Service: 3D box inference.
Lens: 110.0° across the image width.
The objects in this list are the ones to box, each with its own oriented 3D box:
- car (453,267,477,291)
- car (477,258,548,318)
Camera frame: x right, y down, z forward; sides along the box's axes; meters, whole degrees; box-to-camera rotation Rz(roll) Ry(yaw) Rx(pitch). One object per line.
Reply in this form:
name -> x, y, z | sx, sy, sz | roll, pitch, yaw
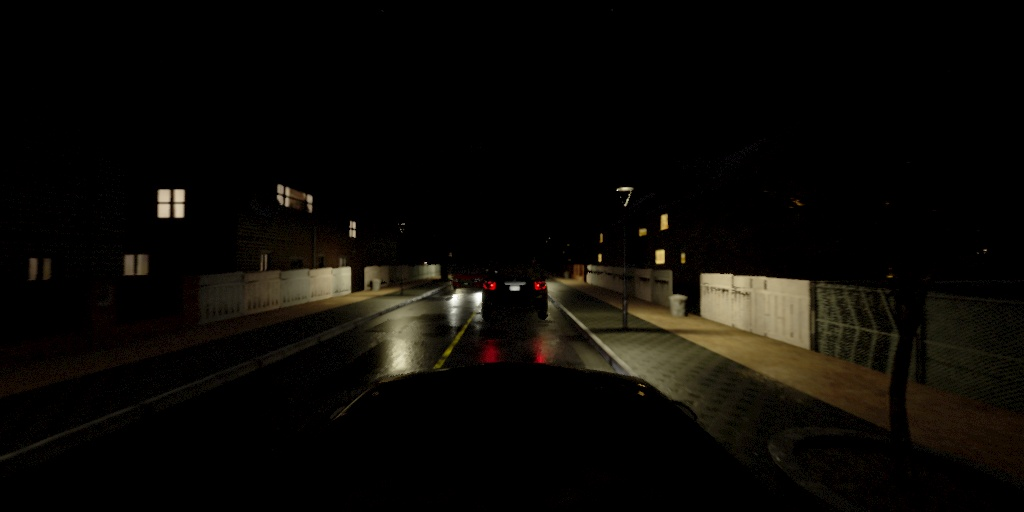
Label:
car -> -2.845, 1.470, 24.652 | 1.882, 1.535, 5.008 | 0, -1, 0
car -> 0.096, 1.093, 13.642 | 2.150, 2.045, 5.566 | 0, 0, 0
